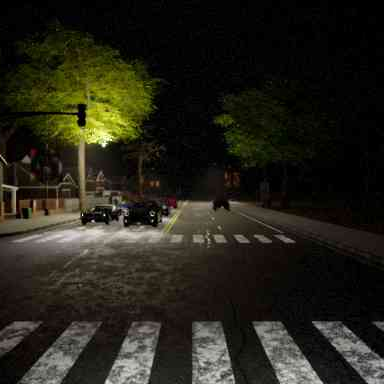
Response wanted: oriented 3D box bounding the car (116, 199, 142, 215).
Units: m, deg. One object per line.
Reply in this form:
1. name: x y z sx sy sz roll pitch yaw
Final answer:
1. car: -6.415 1.518 34.211 1.812 1.442 4.674 0 0 0

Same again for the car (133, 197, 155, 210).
1. car: -6.364 1.485 44.651 2.128 1.511 4.902 0 0 1

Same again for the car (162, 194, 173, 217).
1. car: -3.190 1.344 31.400 2.097 1.767 4.553 0 0 0

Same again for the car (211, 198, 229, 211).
1. car: 3.555 1.498 41.396 1.837 1.490 4.892 0 0 0

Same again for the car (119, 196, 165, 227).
1. car: -3.235 1.345 22.542 2.097 1.767 4.553 0 0 0

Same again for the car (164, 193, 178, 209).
1. car: -3.117 1.216 44.745 2.150 2.045 5.566 0 0 1

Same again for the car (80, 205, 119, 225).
1. car: -6.476 1.594 24.040 1.895 1.301 4.718 0 0 0
